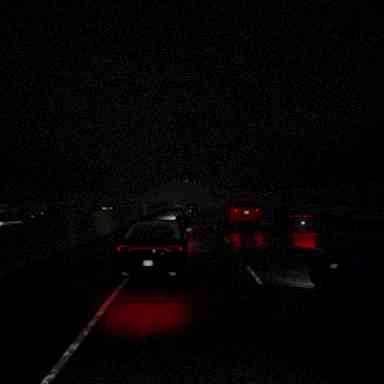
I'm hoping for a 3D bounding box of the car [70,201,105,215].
[{"bbox_3d":[-10.613,1.872,33.450,1.882,1.535,5.008,0,-1,0],"label":"car"}]

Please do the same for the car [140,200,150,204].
[{"bbox_3d":[-10.537,2.568,74.708,1.837,1.490,4.892,0,-1,0],"label":"car"}]

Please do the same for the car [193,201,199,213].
[{"bbox_3d":[-0.010,2.144,46.371,2.033,1.411,5.357,0,-1,0],"label":"car"}]

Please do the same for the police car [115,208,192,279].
[{"bbox_3d":[-1.054,1.525,10.553,1.930,1.638,5.238,0,-1,0],"label":"police car"}]

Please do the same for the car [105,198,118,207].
[{"bbox_3d":[-17.536,2.271,72.180,2.150,2.045,5.566,0,-1,0],"label":"car"}]

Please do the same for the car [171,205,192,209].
[{"bbox_3d":[-1.059,1.740,20.450,1.812,1.442,4.674,0,-1,0],"label":"car"}]

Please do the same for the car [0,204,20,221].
[{"bbox_3d":[-17.611,1.884,30.931,1.812,1.442,4.674,0,-1,0],"label":"car"}]

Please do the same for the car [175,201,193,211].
[{"bbox_3d":[-1.063,1.751,26.644,1.801,1.575,5.366,0,-1,0],"label":"car"}]

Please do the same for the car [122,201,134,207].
[{"bbox_3d":[-14.036,2.600,73.039,2.033,1.411,5.357,0,-1,0],"label":"car"}]

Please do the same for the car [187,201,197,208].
[{"bbox_3d":[-0.032,2.490,65.545,1.994,1.385,4.181,0,-1,0],"label":"car"}]

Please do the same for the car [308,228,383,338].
[{"bbox_3d":[3.604,1.593,5.222,2.033,1.411,5.357,0,-1,0],"label":"car"}]

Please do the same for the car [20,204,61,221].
[{"bbox_3d":[-14.113,1.895,31.745,1.812,1.442,4.674,0,-1,0],"label":"car"}]

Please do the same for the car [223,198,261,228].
[{"bbox_3d":[3.589,1.487,24.530,2.150,2.045,5.566,0,-1,0],"label":"car"}]

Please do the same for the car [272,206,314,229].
[{"bbox_3d":[7.089,1.759,23.664,1.837,1.490,4.892,0,-1,0],"label":"car"}]
